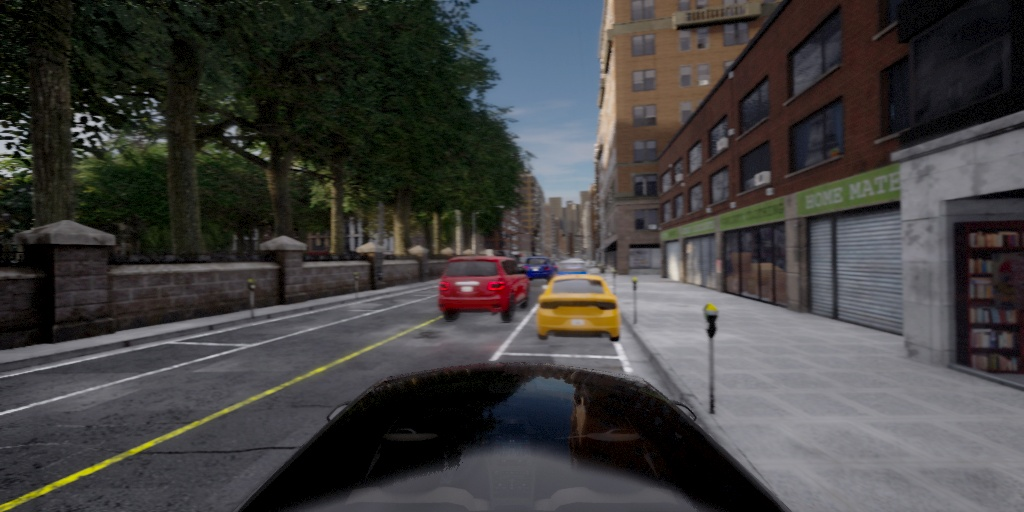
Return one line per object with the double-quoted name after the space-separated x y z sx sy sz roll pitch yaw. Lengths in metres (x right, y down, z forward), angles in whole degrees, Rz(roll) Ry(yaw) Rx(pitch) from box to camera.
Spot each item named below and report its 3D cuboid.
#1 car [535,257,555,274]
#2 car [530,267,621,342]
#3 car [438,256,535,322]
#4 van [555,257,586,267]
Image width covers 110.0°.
2.208 1.077 28.702 2.150 2.045 5.566 -1 0 10 "car"
1.830 1.243 9.952 1.882 1.535 5.008 -1 0 10 "car"
-0.750 1.041 12.762 2.150 2.045 5.566 -1 -1 11 "car"
3.630 1.135 21.158 1.690 1.789 3.998 0 0 10 "van"
